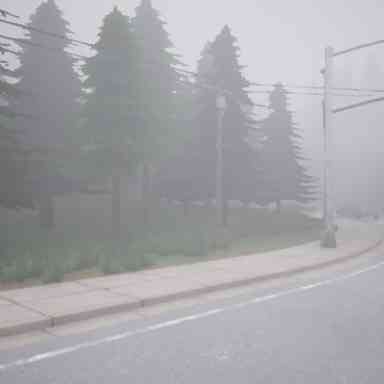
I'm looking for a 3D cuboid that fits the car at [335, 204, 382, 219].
[{"bbox_3d":[15.418,1.798,31.020,1.895,1.301,4.718,0,0,-5],"label":"car"}]

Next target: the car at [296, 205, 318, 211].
[{"bbox_3d":[12.967,1.770,41.076,2.033,1.411,5.357,0,0,-25],"label":"car"}]
